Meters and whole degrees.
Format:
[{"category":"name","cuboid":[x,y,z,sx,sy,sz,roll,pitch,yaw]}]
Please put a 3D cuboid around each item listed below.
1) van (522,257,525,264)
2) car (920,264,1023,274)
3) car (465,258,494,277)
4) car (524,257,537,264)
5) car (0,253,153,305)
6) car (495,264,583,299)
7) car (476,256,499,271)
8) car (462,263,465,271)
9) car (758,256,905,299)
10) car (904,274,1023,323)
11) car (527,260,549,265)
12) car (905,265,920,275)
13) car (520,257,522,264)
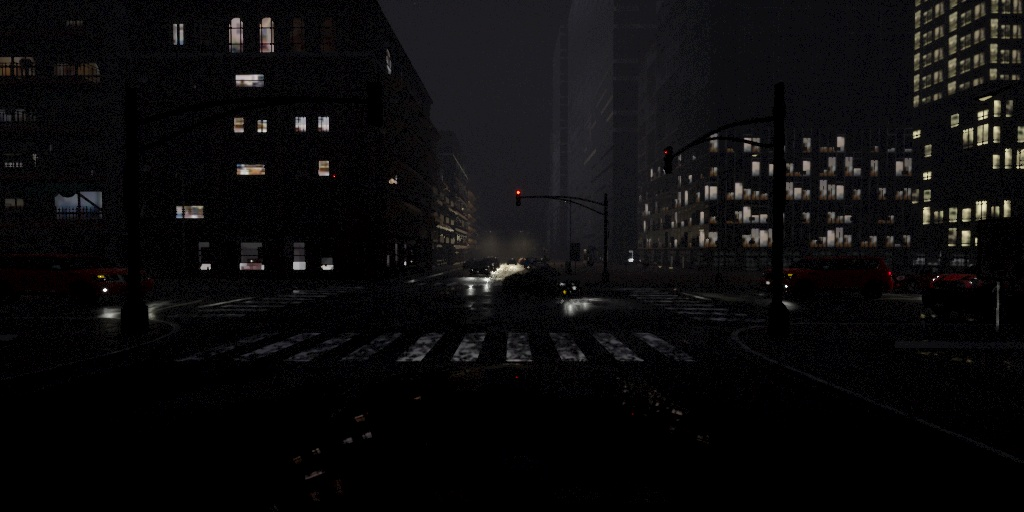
[{"category":"van","cuboid":[2.626,1.045,49.406,1.690,1.789,3.998,0,0,0]},{"category":"car","cuboid":[24.095,1.189,17.978,4.553,1.767,2.097,0,1,1]},{"category":"car","cuboid":[-3.122,1.230,35.207,1.837,1.490,4.892,0,0,0]},{"category":"car","cuboid":[2.633,1.159,38.114,1.967,1.591,4.097,0,0,0]},{"category":"car","cuboid":[-18.849,0.911,15.336,5.566,2.045,2.150,0,1,1]},{"category":"car","cuboid":[1.444,1.305,18.064,4.181,1.385,1.994,0,0,44]},{"category":"car","cuboid":[-3.121,1.061,46.440,2.097,1.767,4.553,0,0,0]},{"category":"car","cuboid":[-5.722,1.270,49.367,1.948,1.339,4.313,0,0,0]},{"category":"car","cuboid":[15.704,1.020,18.088,5.566,2.045,2.150,0,1,1]},{"category":"car","cuboid":[16.708,1.445,12.171,4.403,1.370,2.007,0,0,1]},{"category":"car","cuboid":[2.637,1.272,32.468,1.888,1.381,4.507,0,0,0]},{"category":"car","cuboid":[23.361,1.230,20.722,4.097,1.591,1.967,0,0,1]},{"category":"car","cuboid":[2.622,1.240,55.052,1.888,1.381,4.507,0,0,0]}]
